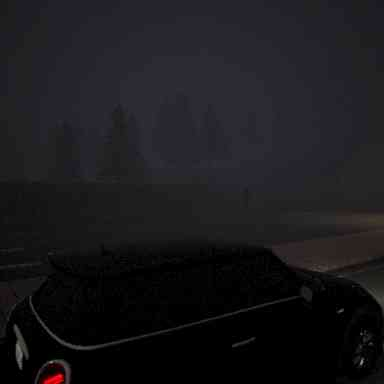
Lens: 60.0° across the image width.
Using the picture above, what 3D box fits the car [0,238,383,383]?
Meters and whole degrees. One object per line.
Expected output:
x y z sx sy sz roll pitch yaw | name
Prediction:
0.307 1.353 3.972 4.553 1.767 2.097 0 0 -35 | car
